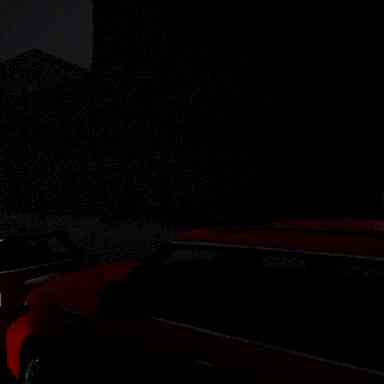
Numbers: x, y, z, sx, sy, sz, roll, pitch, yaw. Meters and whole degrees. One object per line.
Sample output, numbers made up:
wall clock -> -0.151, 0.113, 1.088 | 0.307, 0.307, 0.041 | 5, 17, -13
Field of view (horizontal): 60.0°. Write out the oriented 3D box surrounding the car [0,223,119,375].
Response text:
car -> -3.759, 1.364, 5.998 | 4.553, 1.767, 2.185 | 0, 0, 36
